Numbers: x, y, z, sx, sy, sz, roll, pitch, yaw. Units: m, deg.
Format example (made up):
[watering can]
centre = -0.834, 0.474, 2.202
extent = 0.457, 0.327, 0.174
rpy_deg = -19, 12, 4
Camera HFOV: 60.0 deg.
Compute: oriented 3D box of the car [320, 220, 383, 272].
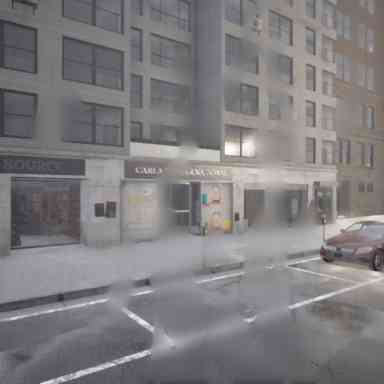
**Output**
[car]
centre = 5.907, 1.581, 10.778
extent = 4.206, 1.307, 1.802
rpy_deg = 0, 0, -36
